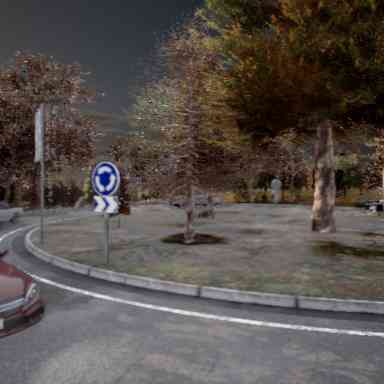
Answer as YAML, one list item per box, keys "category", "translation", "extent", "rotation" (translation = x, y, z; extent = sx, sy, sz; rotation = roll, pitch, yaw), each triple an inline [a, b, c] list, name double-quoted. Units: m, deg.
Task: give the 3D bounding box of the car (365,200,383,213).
- category: "car"
  translation: [17.935, 1.174, 29.376]
  extent: [2.128, 1.511, 4.902]
  rotation: [0, 1, -37]

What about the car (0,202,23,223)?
- category: "car"
  translation: [-11.458, 1.222, 18.567]
  extent: [1.895, 1.301, 4.718]
  rotation: [0, 1, -1]

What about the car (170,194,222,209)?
- category: "car"
  translation: [0.396, 0.939, 35.042]
  extent: [5.357, 1.411, 2.033]
  rotation: [-1, 1, -17]

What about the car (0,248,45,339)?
- category: "car"
  translation: [-4.351, 1.401, 5.580]
  extent: [4.674, 1.442, 1.812]
  rotation: [1, 1, 38]
